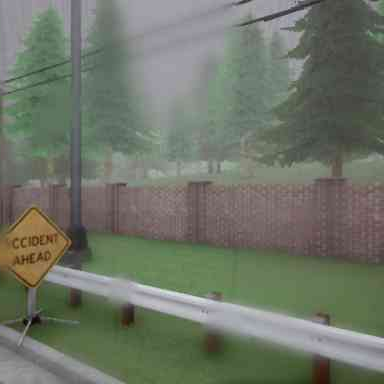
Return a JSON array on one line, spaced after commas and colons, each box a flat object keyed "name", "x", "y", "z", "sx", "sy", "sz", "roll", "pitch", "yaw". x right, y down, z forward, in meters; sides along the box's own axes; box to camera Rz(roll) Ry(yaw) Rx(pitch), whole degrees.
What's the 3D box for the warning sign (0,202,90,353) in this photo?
[{"name": "warning sign", "x": -2.424, "y": 1.114, "z": 5.046, "sx": 1.060, "sy": 1.860, "sz": 1.300, "roll": 0, "pitch": 0, "yaw": 36}]
